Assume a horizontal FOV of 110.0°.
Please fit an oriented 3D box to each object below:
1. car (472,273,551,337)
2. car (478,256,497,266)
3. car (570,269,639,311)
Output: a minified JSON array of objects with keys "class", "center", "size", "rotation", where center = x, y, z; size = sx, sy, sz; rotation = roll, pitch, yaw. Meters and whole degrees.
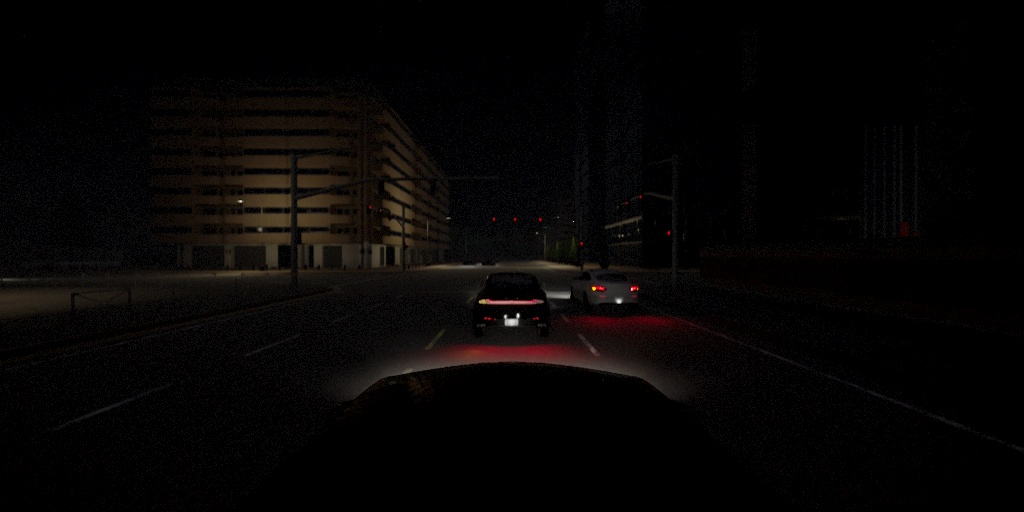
[{"class":"car","center":[-0.011,1.212,10.169],"size":[2.128,1.511,4.902],"rotation":[0,0,0]},{"class":"car","center":[-4.262,1.069,63.797],"size":[2.033,1.411,5.357],"rotation":[0,2,1]},{"class":"car","center":[3.475,1.234,13.991],"size":[1.812,1.442,4.674],"rotation":[0,0,0]}]
